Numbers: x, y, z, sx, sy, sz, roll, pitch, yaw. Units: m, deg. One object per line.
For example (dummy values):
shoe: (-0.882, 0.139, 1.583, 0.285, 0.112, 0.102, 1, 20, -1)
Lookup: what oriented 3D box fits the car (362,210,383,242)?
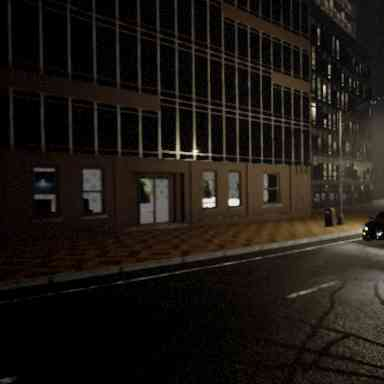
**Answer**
car: (9.737, 1.533, 15.596, 4.892, 1.490, 1.837, 0, 0, -40)
